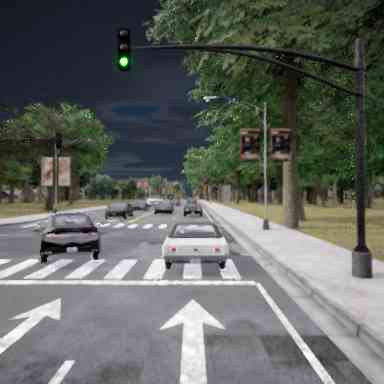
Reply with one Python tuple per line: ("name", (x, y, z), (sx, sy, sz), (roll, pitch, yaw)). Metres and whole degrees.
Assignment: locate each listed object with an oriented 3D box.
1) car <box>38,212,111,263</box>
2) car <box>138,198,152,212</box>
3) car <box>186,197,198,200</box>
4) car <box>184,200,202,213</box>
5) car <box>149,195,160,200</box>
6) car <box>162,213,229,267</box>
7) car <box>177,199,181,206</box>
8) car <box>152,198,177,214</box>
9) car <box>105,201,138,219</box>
("car", (-4.564, 1.533, 12.334), (2.128, 1.511, 4.902), (0, 0, -22))
("car", (-6.586, 1.791, 42.034), (1.994, 1.385, 4.181), (0, 0, 0))
("car", (0.004, 1.757, 62.162), (2.097, 1.767, 4.553), (0, -1, 0))
("car", (0.097, 1.777, 34.969), (1.895, 1.301, 4.718), (0, 0, 0))
("car", (-6.531, 1.583, 57.692), (2.150, 2.045, 5.566), (0, -1, 1))
("car", (0.099, 1.637, 11.457), (1.895, 1.301, 4.718), (0, 0, 0))
("car", (-3.229, 1.988, 63.807), (1.994, 1.385, 4.181), (0, -1, 1))
("car", (-3.153, 1.765, 38.418), (1.994, 1.385, 4.181), (0, 0, 0))
("car", (-6.596, 1.623, 30.655), (1.882, 1.535, 5.008), (0, 0, 0))
